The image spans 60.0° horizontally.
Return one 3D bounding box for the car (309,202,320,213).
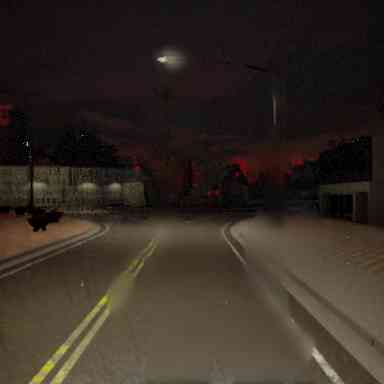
[{"bbox_3d":[16.895,2.017,43.045,1.994,1.385,4.181,0,-1,45],"label":"car"}]
